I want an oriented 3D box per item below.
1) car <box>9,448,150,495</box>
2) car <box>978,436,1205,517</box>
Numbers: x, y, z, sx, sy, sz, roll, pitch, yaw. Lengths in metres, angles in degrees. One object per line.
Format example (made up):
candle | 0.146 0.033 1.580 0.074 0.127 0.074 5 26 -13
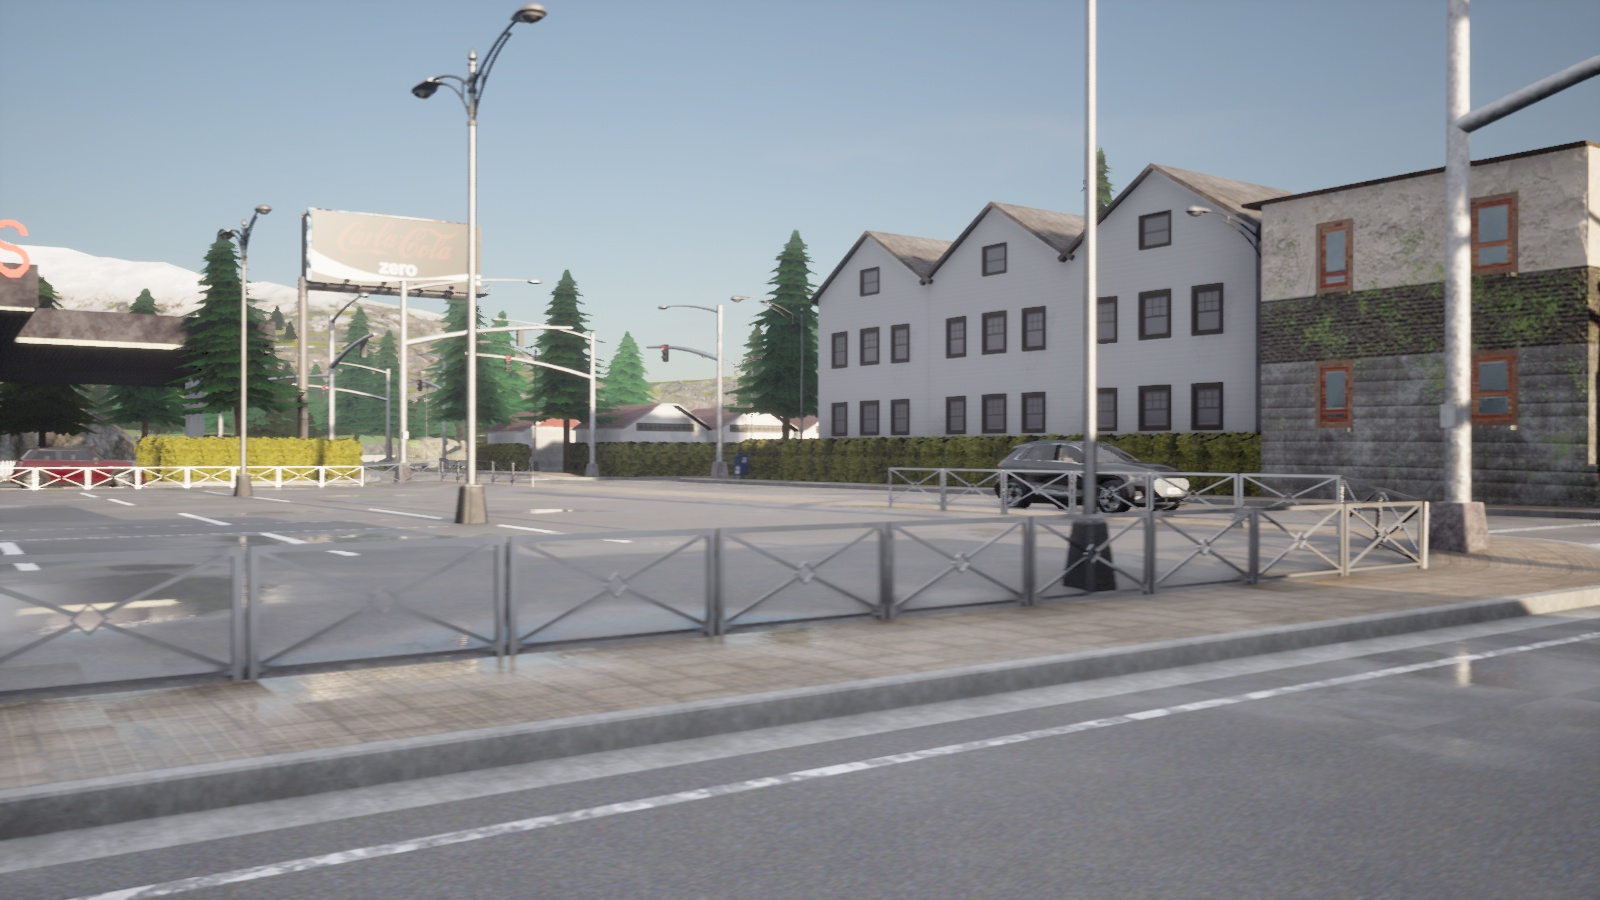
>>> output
car | -27.801 0.796 48.491 4.553 1.767 2.097 0 0 -35
car | 6.432 0.554 28.257 2.033 1.649 4.856 0 0 -35
